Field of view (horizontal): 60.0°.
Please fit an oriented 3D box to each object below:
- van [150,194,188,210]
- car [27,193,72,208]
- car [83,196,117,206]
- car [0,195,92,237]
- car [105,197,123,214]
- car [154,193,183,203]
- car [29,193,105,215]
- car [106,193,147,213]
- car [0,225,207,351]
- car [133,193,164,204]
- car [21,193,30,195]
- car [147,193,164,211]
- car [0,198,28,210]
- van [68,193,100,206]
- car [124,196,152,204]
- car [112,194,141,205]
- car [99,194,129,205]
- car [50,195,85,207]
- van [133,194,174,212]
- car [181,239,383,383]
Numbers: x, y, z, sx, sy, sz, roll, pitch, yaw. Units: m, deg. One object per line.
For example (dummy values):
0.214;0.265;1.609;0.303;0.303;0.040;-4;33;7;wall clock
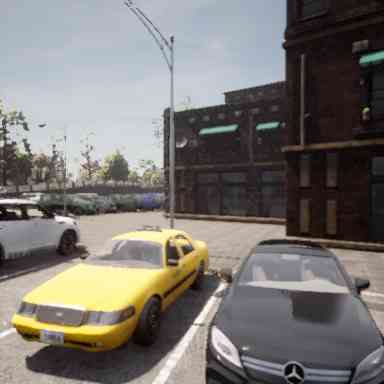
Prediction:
-2.929;1.251;42.442;4.442;1.987;1.878;1;0;14;van
-20.238;1.209;47.274;5.566;2.045;2.435;-1;-1;14;car
-15.184;1.465;54.780;4.892;1.521;2.231;-1;-1;14;car
-5.843;1.224;10.372;2.435;2.045;5.566;0;-1;15;car
-9.710;1.499;32.659;4.792;1.488;2.163;1;1;14;car
-4.983;1.216;69.778;5.566;2.045;2.435;-1;-1;14;car
-11.312;1.218;30.220;5.566;2.045;2.435;1;0;14;car
-8.050;1.219;35.118;5.566;2.045;2.435;1;1;14;car
-0.997;1.476;6.674;1.946;1.575;5.366;1;-1;15;car
-8.432;1.216;64.791;5.566;2.045;2.435;-1;0;14;car
-21.987;1.208;44.763;5.566;2.045;2.435;-1;0;14;car
-6.390;1.221;37.567;5.566;2.045;2.435;1;1;14;car
-23.679;1.488;42.256;4.792;1.488;2.163;-1;0;14;car
-16.990;1.239;52.298;4.442;1.987;1.878;-1;0;14;van
-10.065;1.495;62.272;4.792;1.488;2.163;-1;-1;14;car
-11.763;1.340;59.770;4.553;1.767;2.185;-1;0;14;car
-13.454;1.339;57.257;4.553;1.767;2.185;-1;0;14;car
-18.600;1.337;49.786;4.553;1.767;2.185;-1;-1;14;car
-4.589;1.249;39.992;4.442;1.987;1.878;1;0;14;van
1.502;1.524;5.112;2.002;1.452;4.674;1;-1;15;car
